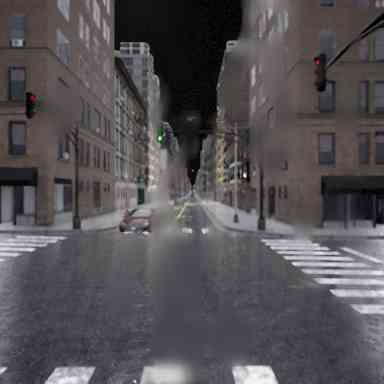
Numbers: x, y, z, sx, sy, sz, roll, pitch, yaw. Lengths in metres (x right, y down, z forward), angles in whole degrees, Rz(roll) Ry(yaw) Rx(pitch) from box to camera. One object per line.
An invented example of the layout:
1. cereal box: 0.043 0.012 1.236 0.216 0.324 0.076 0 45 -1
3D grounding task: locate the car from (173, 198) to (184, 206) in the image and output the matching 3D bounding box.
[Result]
1. car: -2.686 1.941 67.091 1.837 1.490 4.892 0 0 0

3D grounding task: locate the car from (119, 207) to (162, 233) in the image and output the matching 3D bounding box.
1. car: -3.034 1.702 20.565 1.812 1.442 4.674 0 1 5
